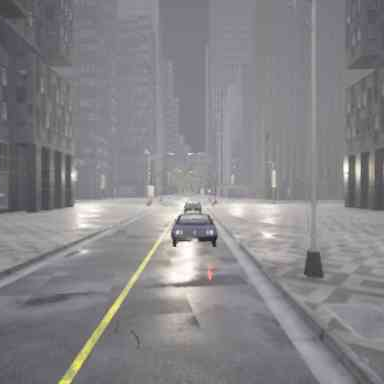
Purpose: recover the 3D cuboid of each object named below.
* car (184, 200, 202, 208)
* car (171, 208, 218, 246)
[{"bbox_3d":[0.099,1.598,37.454,1.895,1.301,4.718,0,0,0],"label":"car"},{"bbox_3d":[0.101,1.603,15.193,1.895,1.301,4.718,0,0,0],"label":"car"}]
